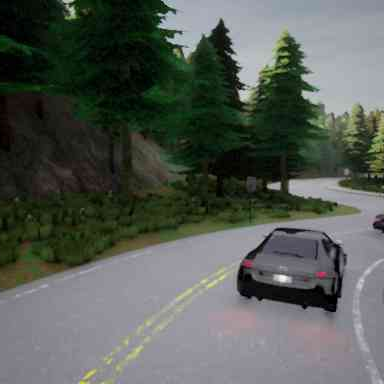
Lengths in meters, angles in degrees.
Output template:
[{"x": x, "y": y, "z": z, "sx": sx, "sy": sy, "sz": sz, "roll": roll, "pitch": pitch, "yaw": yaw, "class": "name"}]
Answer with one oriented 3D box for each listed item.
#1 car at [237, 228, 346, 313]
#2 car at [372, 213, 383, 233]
[{"x": 2.550, "y": 1.554, "z": 7.967, "sx": 1.994, "sy": 1.385, "sz": 4.181, "roll": 2, "pitch": 2, "yaw": 26, "class": "car"}, {"x": 11.169, "y": 1.344, "z": 16.638, "sx": 5.357, "sy": 1.411, "sz": 2.033, "roll": -2, "pitch": 5, "yaw": -35, "class": "car"}]
